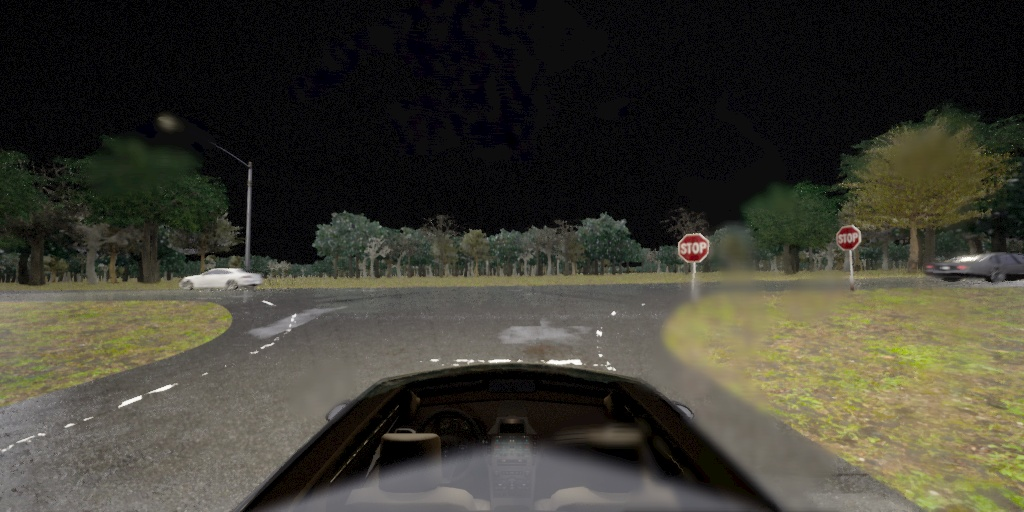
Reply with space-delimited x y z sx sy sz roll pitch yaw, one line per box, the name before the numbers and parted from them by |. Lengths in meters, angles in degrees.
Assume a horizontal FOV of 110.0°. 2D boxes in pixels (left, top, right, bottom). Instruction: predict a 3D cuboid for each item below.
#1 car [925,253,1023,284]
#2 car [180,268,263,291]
car | 22.831 0.560 16.851 5.357 1.411 2.033 -1 -3 -1
car | -19.009 1.541 23.592 4.674 1.442 1.812 -1 -3 1
